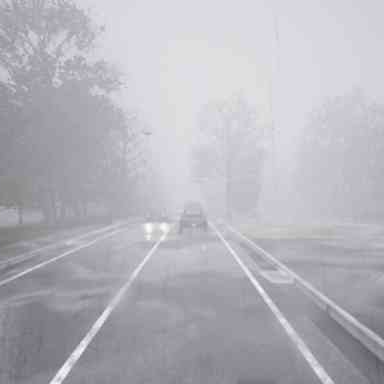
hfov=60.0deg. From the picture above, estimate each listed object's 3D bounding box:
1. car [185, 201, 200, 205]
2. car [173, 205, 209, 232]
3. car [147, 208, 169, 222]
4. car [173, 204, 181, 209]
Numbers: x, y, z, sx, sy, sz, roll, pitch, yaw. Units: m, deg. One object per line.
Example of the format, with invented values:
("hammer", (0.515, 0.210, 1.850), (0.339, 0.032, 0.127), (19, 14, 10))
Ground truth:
("car", (0.098, 2.133, 40.592), (2.150, 2.045, 5.566), (0, -2, 0))
("car", (0.100, 1.840, 22.490), (2.128, 1.511, 4.902), (0, -1, 0))
("car", (-3.347, 2.255, 33.066), (1.895, 1.301, 4.718), (0, -2, 0))
("car", (-3.131, 3.397, 74.446), (2.128, 1.511, 4.902), (0, -1, 1))
